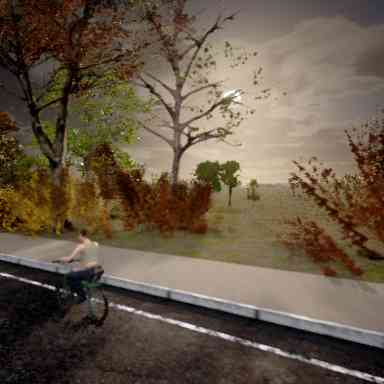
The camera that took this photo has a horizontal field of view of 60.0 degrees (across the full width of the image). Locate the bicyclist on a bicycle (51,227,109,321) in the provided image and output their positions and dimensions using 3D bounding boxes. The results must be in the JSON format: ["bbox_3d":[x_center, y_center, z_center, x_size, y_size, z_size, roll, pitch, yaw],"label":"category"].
[{"bbox_3d":[-2.047,1.449,6.111,1.509,1.612,0.866,0,0,35],"label":"bicyclist on a bicycle"}]
